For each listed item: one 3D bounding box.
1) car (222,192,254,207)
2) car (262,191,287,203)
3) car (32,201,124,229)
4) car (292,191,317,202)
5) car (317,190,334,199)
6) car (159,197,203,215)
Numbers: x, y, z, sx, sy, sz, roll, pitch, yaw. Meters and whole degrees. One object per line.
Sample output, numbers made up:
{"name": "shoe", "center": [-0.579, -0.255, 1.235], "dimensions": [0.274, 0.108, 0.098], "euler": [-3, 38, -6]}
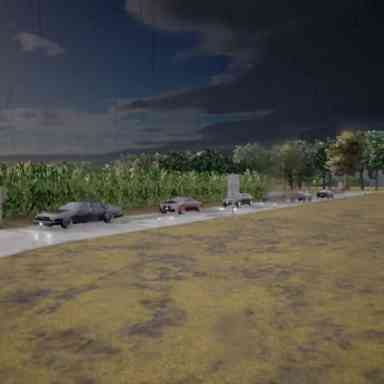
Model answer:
{"name": "car", "center": [5.041, 0.836, 36.113], "dimensions": [1.837, 1.490, 4.892], "euler": [0, 1, 36]}
{"name": "car", "center": [11.132, 0.615, 44.653], "dimensions": [1.882, 1.535, 5.008], "euler": [0, 1, 36]}
{"name": "car", "center": [-6.503, 1.252, 19.756], "dimensions": [2.033, 1.411, 5.357], "euler": [0, 1, 34]}
{"name": "car", "center": [15.002, 0.600, 45.093], "dimensions": [1.837, 1.490, 4.892], "euler": [0, 1, 35]}
{"name": "car", "center": [22.138, 0.342, 55.172], "dimensions": [1.882, 1.535, 5.008], "euler": [0, 1, 35]}
{"name": "car", "center": [-0.852, 1.084, 27.821], "dimensions": [1.994, 1.385, 4.181], "euler": [0, 1, 34]}
